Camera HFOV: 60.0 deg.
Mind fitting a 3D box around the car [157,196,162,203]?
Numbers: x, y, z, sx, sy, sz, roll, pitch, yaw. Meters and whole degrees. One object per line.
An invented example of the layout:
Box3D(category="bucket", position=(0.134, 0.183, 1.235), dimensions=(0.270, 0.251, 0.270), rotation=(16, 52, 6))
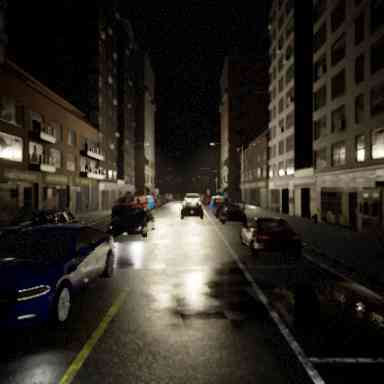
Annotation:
Box3D(category="car", position=(-5.671, 1.629, 46.547), dimensions=(1.802, 1.307, 4.206), rotation=(0, 0, 0))

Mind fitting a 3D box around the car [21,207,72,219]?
Box3D(category="car", position=(-5.667, 1.436, 12.612), dimensions=(1.967, 1.590, 4.097), rotation=(0, 0, 0))

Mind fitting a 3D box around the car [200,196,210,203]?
Box3D(category="car", position=(2.854, 1.671, 74.804), dimensions=(1.947, 1.339, 4.313), rotation=(0, 0, 0))

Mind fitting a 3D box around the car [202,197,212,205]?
Box3D(category="car", position=(2.854, 1.609, 63.665), dimensions=(1.752, 1.417, 4.829), rotation=(0, 0, 0))

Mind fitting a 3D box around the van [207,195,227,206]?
Box3D(category="van", position=(2.854, 1.362, 35.221), dimensions=(1.690, 1.788, 3.998), rotation=(0, 0, 0))

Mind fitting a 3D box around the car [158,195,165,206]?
Box3D(category="car", position=(-5.671, 1.585, 52.034), dimensions=(1.752, 1.417, 4.829), rotation=(0, 0, 0))

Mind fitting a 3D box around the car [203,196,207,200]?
Box3D(category="car", position=(2.855, 1.642, 52.185), dimensions=(1.802, 1.307, 4.206), rotation=(0, 0, 0))

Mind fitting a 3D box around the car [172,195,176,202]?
Box3D(category="car", position=(-5.673, 1.431, 80.487), dimensions=(2.192, 1.841, 5.009), rotation=(0, 0, 0))

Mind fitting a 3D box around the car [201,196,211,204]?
Box3D(category="car", position=(2.854, 1.620, 69.320), dimensions=(1.752, 1.417, 4.829), rotation=(0, 0, 0))

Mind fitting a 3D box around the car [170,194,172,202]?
Box3D(category="car", position=(-5.672, 1.639, 69.174), dimensions=(1.887, 1.381, 4.507), rotation=(0, 0, 0))

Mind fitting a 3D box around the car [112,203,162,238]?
Box3D(category="car", position=(-3.072, 1.542, 18.009), dimensions=(2.033, 1.411, 5.357), rotation=(0, 0, 0))

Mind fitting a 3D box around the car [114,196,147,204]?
Box3D(category="car", position=(-5.670, 1.323, 29.578), dimensions=(2.192, 1.841, 5.009), rotation=(0, 0, 0))

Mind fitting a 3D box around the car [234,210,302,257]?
Box3D(category="car", position=(2.858, 1.578, 12.605), dimensions=(1.802, 1.307, 4.206), rotation=(0, 0, 0))

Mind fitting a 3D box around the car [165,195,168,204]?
Box3D(category="car", position=(-5.671, 1.654, 57.861), dimensions=(1.802, 1.307, 4.206), rotation=(0, 0, 0))

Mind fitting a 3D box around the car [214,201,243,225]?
Box3D(category="car", position=(2.856, 1.580, 23.911), dimensions=(1.802, 1.307, 4.206), rotation=(0, 0, 0))

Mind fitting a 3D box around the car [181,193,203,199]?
Box3D(category="car", position=(0.067, 1.267, 44.772), dimensions=(2.150, 2.045, 5.566), rotation=(0, 0, 0))

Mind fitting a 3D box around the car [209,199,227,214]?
Box3D(category="car", position=(2.855, 1.552, 29.565), dimensions=(1.887, 1.381, 4.507), rotation=(0, 0, 0))

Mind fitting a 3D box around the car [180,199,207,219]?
Box3D(category="car", position=(0.020, 1.571, 28.885), dimensions=(1.994, 1.385, 4.181), rotation=(0, 0, 0))

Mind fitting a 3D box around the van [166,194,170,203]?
Box3D(category="van", position=(-5.672, 1.424, 63.517), dimensions=(1.690, 1.788, 3.998), rotation=(0, 0, 0))

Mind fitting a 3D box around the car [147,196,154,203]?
Box3D(category="car", position=(-5.671, 1.336, 35.235), dimensions=(2.192, 1.841, 5.009), rotation=(0, 0, 0))

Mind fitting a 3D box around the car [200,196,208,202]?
Box3D(category="car", position=(2.854, 1.641, 80.630), dimensions=(1.752, 1.417, 4.829), rotation=(0, 0, 0))

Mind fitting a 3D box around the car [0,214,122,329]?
Box3D(category="car", position=(-3.083, 1.475, 7.284), dimensions=(1.882, 1.535, 5.008), rotation=(0, 0, 0))

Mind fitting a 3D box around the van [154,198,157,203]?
Box3D(category="van", position=(-5.671, 1.376, 40.892), dimensions=(1.690, 1.788, 3.998), rotation=(0, 0, 0))
